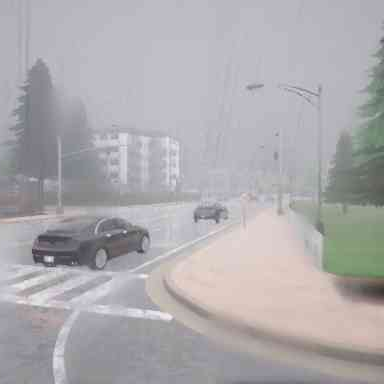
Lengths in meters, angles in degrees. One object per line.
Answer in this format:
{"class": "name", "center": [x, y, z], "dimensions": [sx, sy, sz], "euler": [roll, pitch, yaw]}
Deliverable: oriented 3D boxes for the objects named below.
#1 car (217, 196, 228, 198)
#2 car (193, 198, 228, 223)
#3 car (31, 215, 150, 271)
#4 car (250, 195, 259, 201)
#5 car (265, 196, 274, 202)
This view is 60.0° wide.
{"class": "car", "center": [7.175, 1.532, 77.971], "dimensions": [2.033, 1.411, 5.357], "euler": [0, 0, 18]}
{"class": "car", "center": [1.509, 1.493, 25.356], "dimensions": [2.128, 1.511, 4.902], "euler": [0, 0, 18]}
{"class": "car", "center": [-3.025, 1.514, 11.057], "dimensions": [1.837, 1.490, 4.892], "euler": [0, 0, 18]}
{"class": "car", "center": [14.848, 1.471, 79.012], "dimensions": [1.837, 1.490, 4.892], "euler": [0, 0, 18]}
{"class": "car", "center": [18.184, 1.523, 77.954], "dimensions": [1.994, 1.385, 4.181], "euler": [0, 0, 18]}
